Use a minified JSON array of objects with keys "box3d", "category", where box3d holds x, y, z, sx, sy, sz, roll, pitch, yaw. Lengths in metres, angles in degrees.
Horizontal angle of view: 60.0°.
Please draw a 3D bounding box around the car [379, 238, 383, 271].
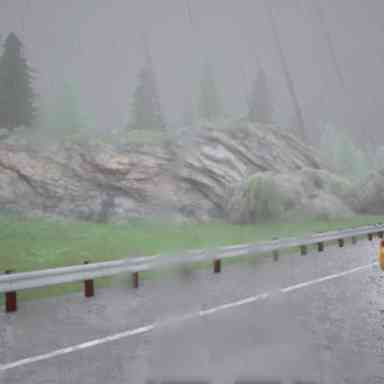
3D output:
[{"box3d":[7.046,1.484,9.187,5.008,1.535,1.882,0,0,-38],"category":"car"}]
